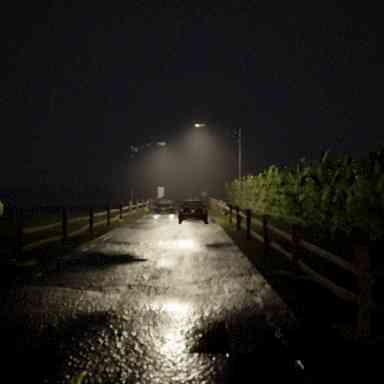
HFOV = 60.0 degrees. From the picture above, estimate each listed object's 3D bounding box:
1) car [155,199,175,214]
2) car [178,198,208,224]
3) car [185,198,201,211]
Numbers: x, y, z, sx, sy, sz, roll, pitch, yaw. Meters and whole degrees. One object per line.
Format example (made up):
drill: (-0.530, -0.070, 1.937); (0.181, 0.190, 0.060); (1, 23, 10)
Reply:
car: (-2.856, 1.474, 35.633); (1.882, 1.535, 5.008); (0, 0, 0)
car: (0.086, 1.350, 25.095); (2.097, 1.767, 4.553); (0, 0, 1)
car: (0.089, 1.502, 41.249); (1.837, 1.490, 4.892); (0, 0, 0)
